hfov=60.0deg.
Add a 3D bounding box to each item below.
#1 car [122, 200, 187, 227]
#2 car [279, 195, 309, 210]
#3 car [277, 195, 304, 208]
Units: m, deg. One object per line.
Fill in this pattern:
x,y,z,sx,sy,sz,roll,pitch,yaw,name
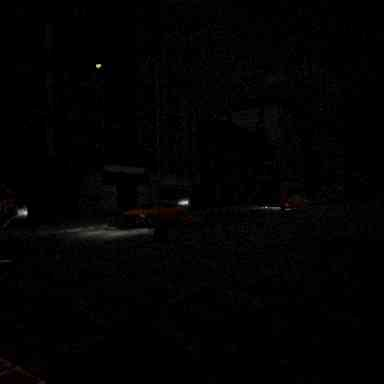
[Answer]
-2.294,1.321,21.410,1.882,1.535,5.008,-2,0,35,car
11.011,1.108,35.505,1.882,1.535,5.008,-2,-1,35,car
12.738,1.185,42.848,1.837,1.490,4.892,-2,-1,35,car
